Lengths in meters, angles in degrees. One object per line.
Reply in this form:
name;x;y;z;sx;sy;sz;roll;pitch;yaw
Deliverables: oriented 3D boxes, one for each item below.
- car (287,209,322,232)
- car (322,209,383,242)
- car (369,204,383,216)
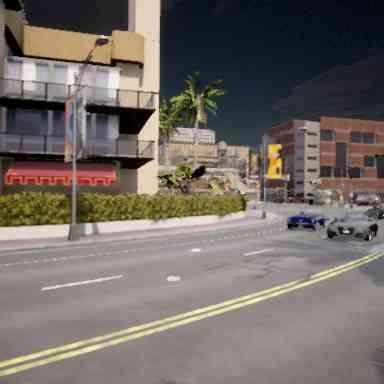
car;7.948;1.872;22.576;1.895;1.301;4.718;0;-1;32
car;8.830;1.804;18.106;1.994;1.385;4.181;0;-1;37
car;20.195;2.000;35.211;1.837;1.490;4.892;1;0;11
